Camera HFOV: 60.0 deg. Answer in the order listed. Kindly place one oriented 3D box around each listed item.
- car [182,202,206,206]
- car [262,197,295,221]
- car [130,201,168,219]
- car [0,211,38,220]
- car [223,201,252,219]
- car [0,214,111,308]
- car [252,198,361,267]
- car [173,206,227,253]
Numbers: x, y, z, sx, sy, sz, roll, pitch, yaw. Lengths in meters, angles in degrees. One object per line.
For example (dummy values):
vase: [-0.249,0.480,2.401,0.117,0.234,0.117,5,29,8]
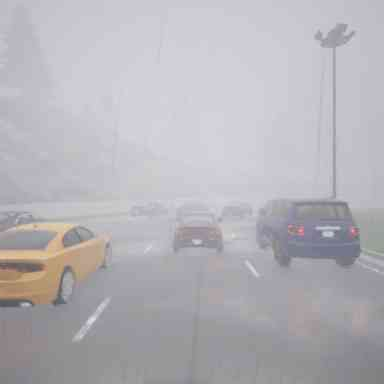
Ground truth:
car: [0.167,1.538,28.681,1.994,1.385,4.181,0,0,21]
car: [7.312,1.327,27.775,2.097,1.767,4.553,0,0,23]
car: [-3.695,1.499,29.198,1.812,1.442,4.674,0,0,20]
car: [-6.764,1.480,12.862,2.128,1.511,4.902,0,0,2]
car: [4.014,1.500,29.006,1.812,1.442,4.674,0,0,23]
car: [-3.388,1.470,8.057,1.882,1.535,5.008,0,0,1]
car: [3.687,1.211,11.518,2.150,2.045,5.566,0,0,1]
car: [0.298,1.513,13.594,1.812,1.442,4.674,0,0,3]
